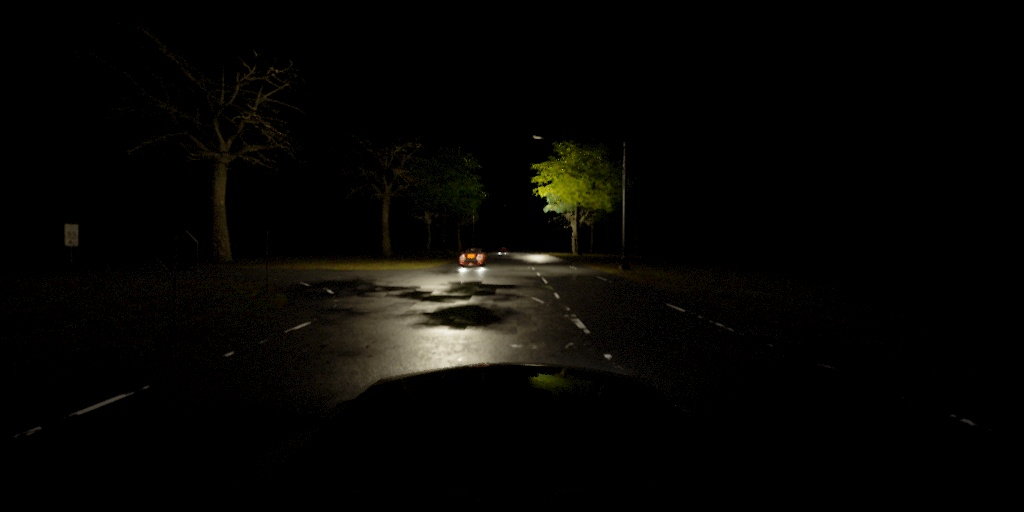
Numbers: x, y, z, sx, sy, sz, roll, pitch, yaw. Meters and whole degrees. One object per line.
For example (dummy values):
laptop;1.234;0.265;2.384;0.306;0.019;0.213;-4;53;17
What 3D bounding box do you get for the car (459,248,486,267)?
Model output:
car;-3.491;0.055;32.516;2.097;1.767;4.553;0;2;0
